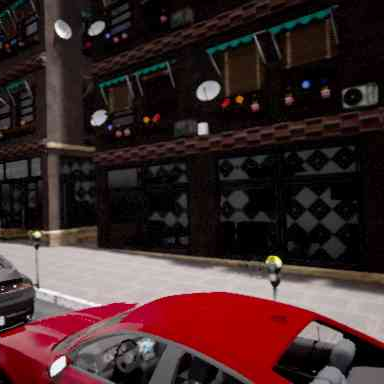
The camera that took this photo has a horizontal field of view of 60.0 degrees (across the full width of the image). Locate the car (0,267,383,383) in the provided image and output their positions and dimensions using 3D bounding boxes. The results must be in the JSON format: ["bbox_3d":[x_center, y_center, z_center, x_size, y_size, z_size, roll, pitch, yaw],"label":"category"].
[{"bbox_3d":[-0.006,1.556,2.747,4.507,1.381,1.887,-1,-2,35],"label":"car"}]

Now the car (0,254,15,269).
[{"bbox_3d":[-4.534,1.621,5.924,4.403,1.369,2.008,-1,-2,35],"label":"car"}]
